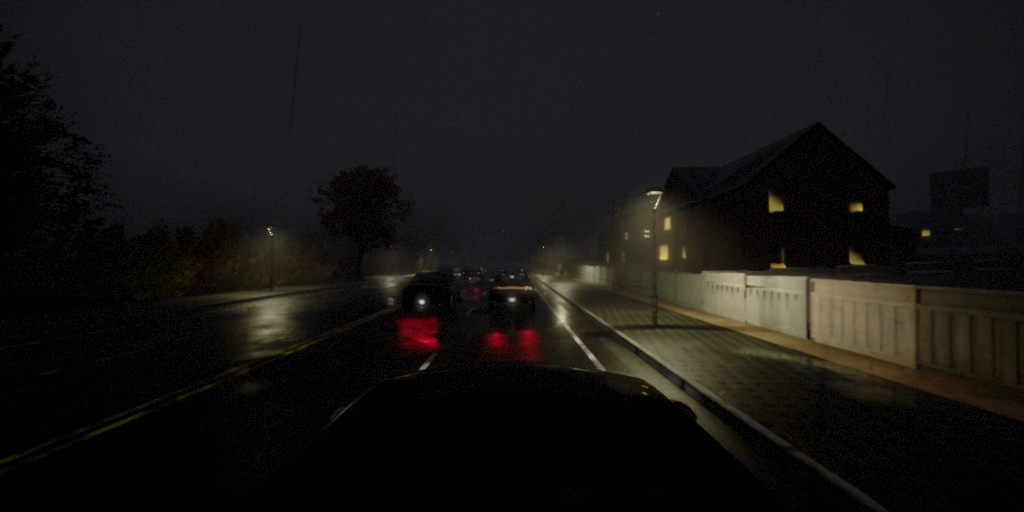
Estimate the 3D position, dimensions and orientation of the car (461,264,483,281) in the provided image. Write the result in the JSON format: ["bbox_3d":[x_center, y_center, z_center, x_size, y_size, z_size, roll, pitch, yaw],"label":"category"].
[{"bbox_3d":[-3.229,1.562,30.348,2.128,1.511,4.902,0,-1,0],"label":"car"}]

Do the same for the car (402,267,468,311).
[{"bbox_3d":[-3.229,1.408,15.349,1.837,1.490,4.892,0,0,0],"label":"car"}]

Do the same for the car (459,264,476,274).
[{"bbox_3d":[-6.527,1.860,53.005,1.812,1.442,4.674,0,-1,0],"label":"car"}]

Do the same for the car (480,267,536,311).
[{"bbox_3d":[0.021,1.394,15.351,2.128,1.511,4.902,0,0,0],"label":"car"}]

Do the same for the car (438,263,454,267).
[{"bbox_3d":[-9.779,1.808,52.672,1.882,1.535,5.008,0,-1,0],"label":"car"}]

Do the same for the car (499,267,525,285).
[{"bbox_3d":[0.021,1.634,30.377,1.994,1.385,4.181,0,-1,0],"label":"car"}]
